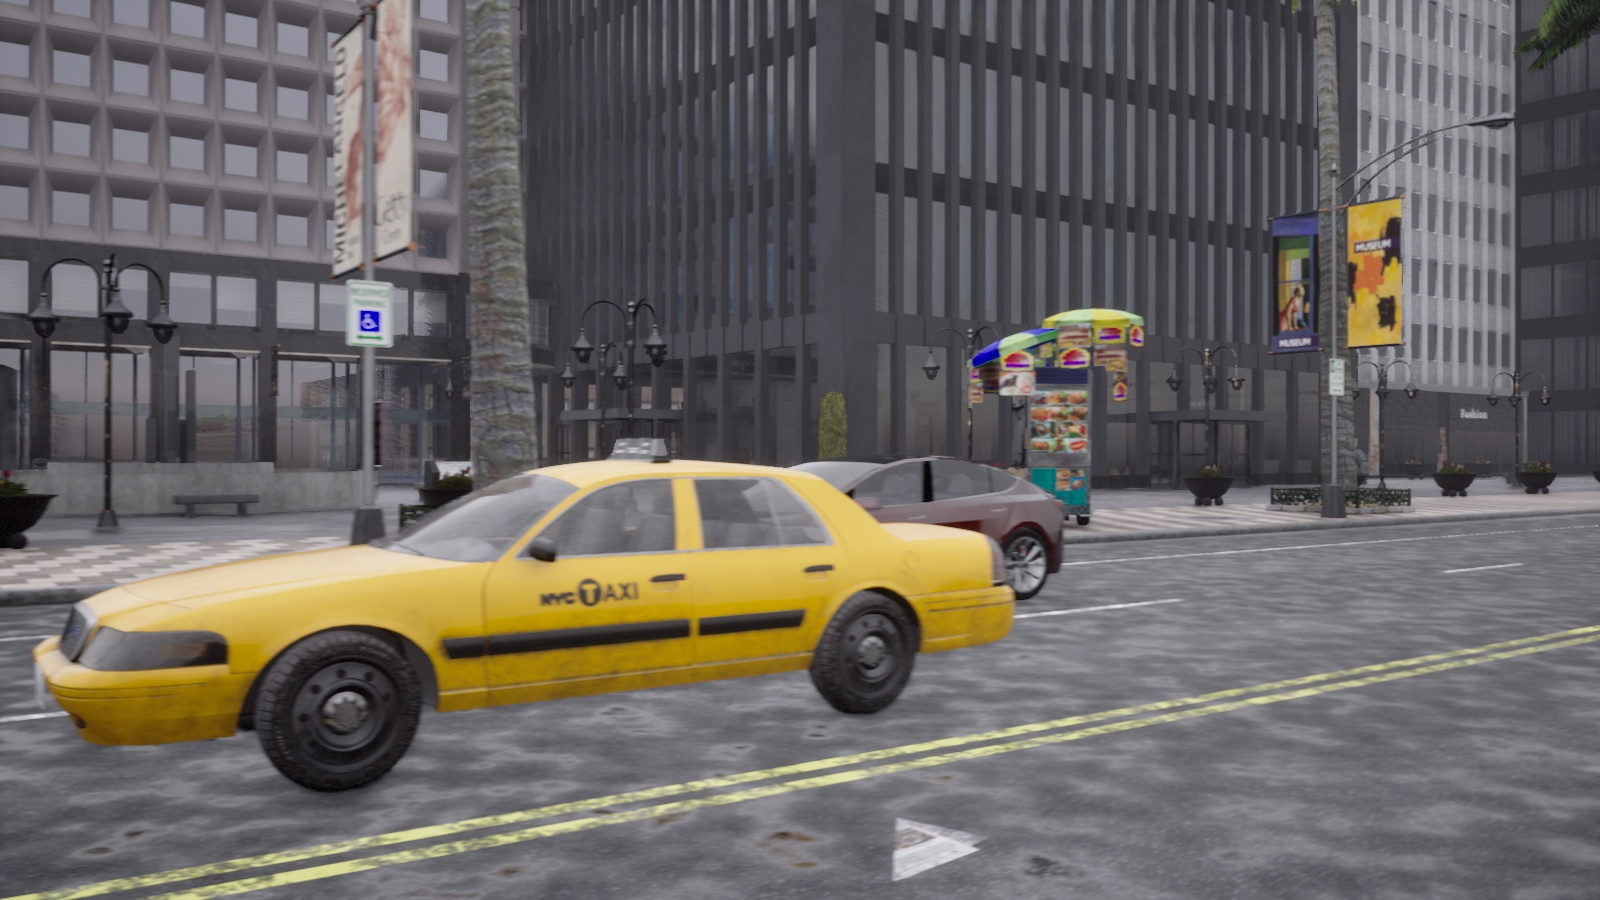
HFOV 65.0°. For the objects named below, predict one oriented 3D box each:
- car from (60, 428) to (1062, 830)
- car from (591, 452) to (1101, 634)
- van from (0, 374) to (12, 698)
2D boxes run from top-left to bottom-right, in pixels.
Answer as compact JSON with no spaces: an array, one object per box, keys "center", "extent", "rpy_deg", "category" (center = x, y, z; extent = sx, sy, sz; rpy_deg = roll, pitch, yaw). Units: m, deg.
[{"center":[-1.053,0.703,7.191],"extent":[5.366,1.575,1.801],"rpy_deg":[0,0,-35],"category":"car"},{"center":[0.563,0.774,12.608],"extent":[4.792,1.488,2.163],"rpy_deg":[0,0,-35],"category":"car"},{"center":[-7.182,0.530,7.190],"extent":[4.442,1.987,1.775],"rpy_deg":[0,0,-35],"category":"van"}]
